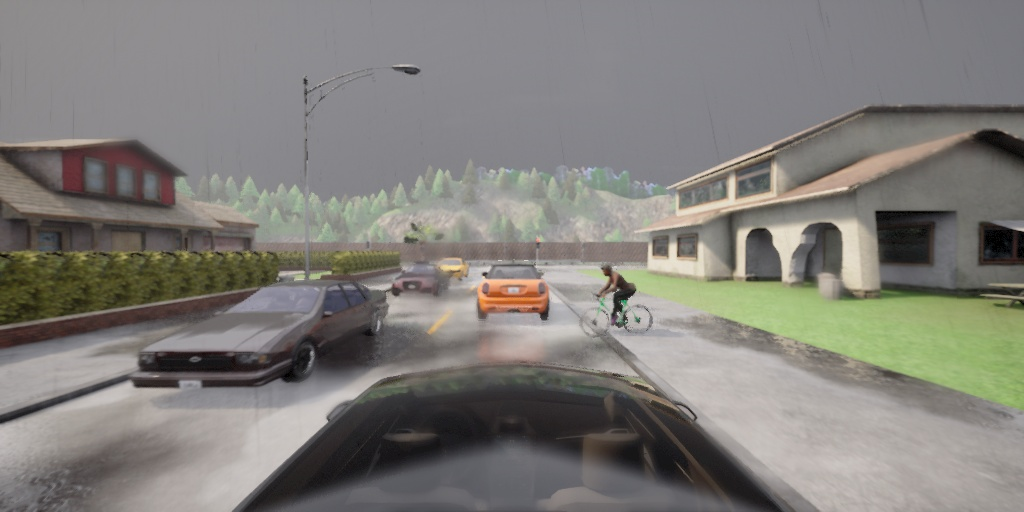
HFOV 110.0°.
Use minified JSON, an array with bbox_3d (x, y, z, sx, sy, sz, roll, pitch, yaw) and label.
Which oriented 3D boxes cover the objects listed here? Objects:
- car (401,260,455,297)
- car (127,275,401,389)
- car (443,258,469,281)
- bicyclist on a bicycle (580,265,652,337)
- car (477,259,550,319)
[{"bbox_3d":[-4.182,1.079,16.991,1.994,1.385,4.181,0,1,0],"label":"car"},{"bbox_3d":[-4.131,1.217,7.239,2.033,1.411,5.357,0,1,0],"label":"car"},{"bbox_3d":[-4.169,0.881,25.066,1.882,1.535,5.008,0,1,0],"label":"car"},{"bbox_3d":[2.337,1.011,8.115,1.656,1.620,0.582,-3,1,0],"label":"bicyclist on a bicycle"},{"bbox_3d":[0.030,0.938,12.070,2.097,1.767,4.553,0,1,0],"label":"car"}]
